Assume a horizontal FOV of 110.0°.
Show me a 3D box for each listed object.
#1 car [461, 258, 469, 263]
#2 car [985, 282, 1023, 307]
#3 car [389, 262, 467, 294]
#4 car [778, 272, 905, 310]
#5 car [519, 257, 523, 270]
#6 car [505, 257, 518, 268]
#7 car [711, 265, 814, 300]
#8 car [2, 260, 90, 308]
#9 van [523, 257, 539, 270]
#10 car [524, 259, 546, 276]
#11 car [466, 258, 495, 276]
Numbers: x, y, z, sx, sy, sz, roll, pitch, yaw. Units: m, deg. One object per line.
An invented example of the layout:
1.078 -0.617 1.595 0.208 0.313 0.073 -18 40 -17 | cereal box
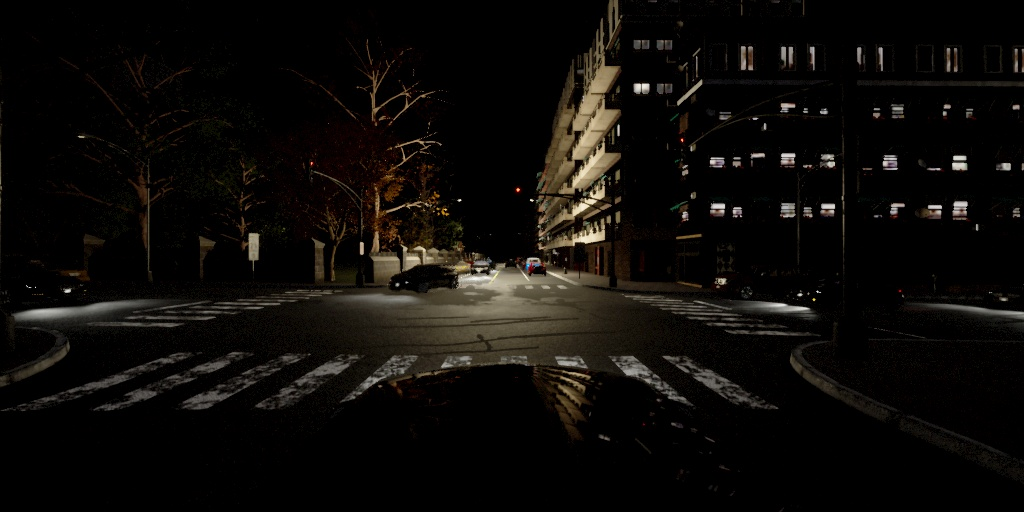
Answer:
-5.876 1.300 42.283 1.751 1.417 4.829 0 0 0 | car
24.952 1.764 16.523 4.674 1.442 1.812 1 0 -1 | car
-4.827 1.254 20.419 1.837 1.490 4.892 3 0 24 | car
15.115 1.623 16.377 4.181 1.385 1.994 1 0 -1 | car
2.450 1.229 53.752 1.967 1.591 4.097 0 0 0 | car
-0.181 1.366 61.557 1.994 1.385 4.181 0 0 0 | car
13.372 1.353 18.941 5.009 1.841 2.192 0 0 -1 | car
-18.207 0.954 12.704 4.892 1.490 1.837 1 0 -1 | car
2.503 1.115 42.492 1.690 1.789 3.998 0 0 0 | van
2.529 1.314 36.861 1.888 1.381 4.507 0 0 0 | car
-3.268 1.263 38.182 2.128 1.511 4.902 0 0 0 | car
